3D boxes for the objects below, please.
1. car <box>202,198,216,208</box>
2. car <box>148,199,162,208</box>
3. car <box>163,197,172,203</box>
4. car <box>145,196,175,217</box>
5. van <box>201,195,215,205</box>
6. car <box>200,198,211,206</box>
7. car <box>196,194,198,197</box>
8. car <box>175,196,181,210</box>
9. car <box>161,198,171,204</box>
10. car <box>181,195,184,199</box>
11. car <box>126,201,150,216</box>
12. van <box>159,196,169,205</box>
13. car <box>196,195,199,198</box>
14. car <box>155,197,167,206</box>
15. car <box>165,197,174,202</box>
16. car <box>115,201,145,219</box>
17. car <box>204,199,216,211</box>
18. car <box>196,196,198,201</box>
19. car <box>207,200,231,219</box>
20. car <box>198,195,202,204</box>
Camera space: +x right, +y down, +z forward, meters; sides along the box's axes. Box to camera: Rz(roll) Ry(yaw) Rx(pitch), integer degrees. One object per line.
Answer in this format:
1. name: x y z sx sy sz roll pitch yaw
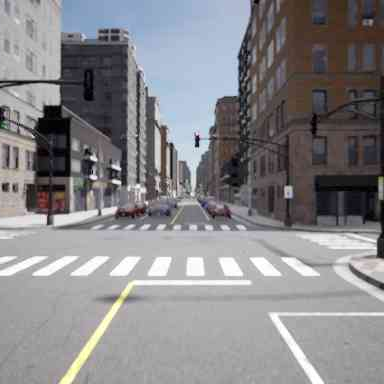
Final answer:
1. car: 2.628 1.797 42.148 1.802 1.307 4.206 1 0 0
2. car: -5.911 1.858 53.492 1.802 1.307 4.206 1 0 0
3. car: -5.944 1.981 81.856 2.008 1.369 4.403 1 0 0
4. car: -3.132 1.522 33.317 2.097 1.767 4.553 0 0 0
5. van: 2.624 1.586 47.823 1.690 1.788 3.998 1 0 0
6. car: 2.601 1.919 64.841 1.802 1.307 4.206 1 0 0
7. car: 2.577 1.776 87.536 2.192 1.841 5.009 1 0 0
8. car: -3.134 1.599 48.323 2.097 1.767 4.553 0 0 0
9. car: -5.937 1.981 76.183 1.802 1.307 4.206 1 0 0
10. car: -3.074 1.607 64.747 1.994 1.385 4.181 0 0 0
11. car: -5.891 1.731 36.474 1.887 1.381 4.507 1 0 0
12. van: -5.929 1.709 70.512 1.690 1.788 3.998 1 0 0
13. car: 2.582 1.956 82.031 1.752 1.417 4.829 1 0 0
14. car: -5.923 1.777 64.838 1.967 1.590 4.097 1 0 0
15. car: -5.951 2.027 87.529 1.947 1.339 4.313 1 0 0
16. car: -5.885 1.702 30.801 1.887 1.381 4.507 1 0 0
17. car: 2.634 1.768 36.475 1.802 1.307 4.206 1 0 0
18. car: 2.588 1.965 76.188 1.947 1.339 4.313 1 0 0
19. car: 2.641 1.739 30.801 1.802 1.307 4.206 1 0 0
20. car: 2.617 1.591 53.496 2.192 1.841 5.009 1 0 0
